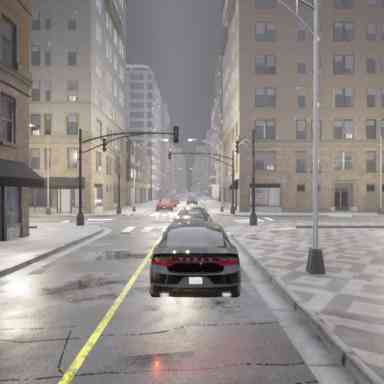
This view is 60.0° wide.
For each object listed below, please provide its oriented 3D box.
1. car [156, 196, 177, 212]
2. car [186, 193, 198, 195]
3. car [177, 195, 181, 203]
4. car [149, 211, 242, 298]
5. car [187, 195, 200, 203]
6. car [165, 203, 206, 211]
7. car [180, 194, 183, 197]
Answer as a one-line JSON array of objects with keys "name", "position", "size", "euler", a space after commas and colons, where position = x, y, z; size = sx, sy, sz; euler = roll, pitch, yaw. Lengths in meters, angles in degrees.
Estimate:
[{"name": "car", "position": [-3.156, 1.473, 39.761], "size": [1.882, 1.535, 5.008], "euler": [0, 0, -1]}, {"name": "car", "position": [-0.130, 1.517, 80.893], "size": [1.812, 1.442, 4.674], "euler": [0, 0, 0]}, {"name": "car", "position": [-3.139, 1.541, 49.492], "size": [2.033, 1.411, 5.357], "euler": [0, 0, 0]}, {"name": "car", "position": [0.063, 1.477, 8.582], "size": [1.882, 1.535, 5.008], "euler": [0, 0, 0]}, {"name": "car", "position": [0.002, 1.594, 60.124], "size": [1.895, 1.301, 4.718], "euler": [0, 0, 0]}, {"name": "car", "position": [0.081, 1.545, 18.392], "size": [2.033, 1.411, 5.357], "euler": [0, 0, 6]}, {"name": "car", "position": [-3.155, 1.498, 59.666], "size": [1.837, 1.490, 4.892], "euler": [0, 0, 0]}]
